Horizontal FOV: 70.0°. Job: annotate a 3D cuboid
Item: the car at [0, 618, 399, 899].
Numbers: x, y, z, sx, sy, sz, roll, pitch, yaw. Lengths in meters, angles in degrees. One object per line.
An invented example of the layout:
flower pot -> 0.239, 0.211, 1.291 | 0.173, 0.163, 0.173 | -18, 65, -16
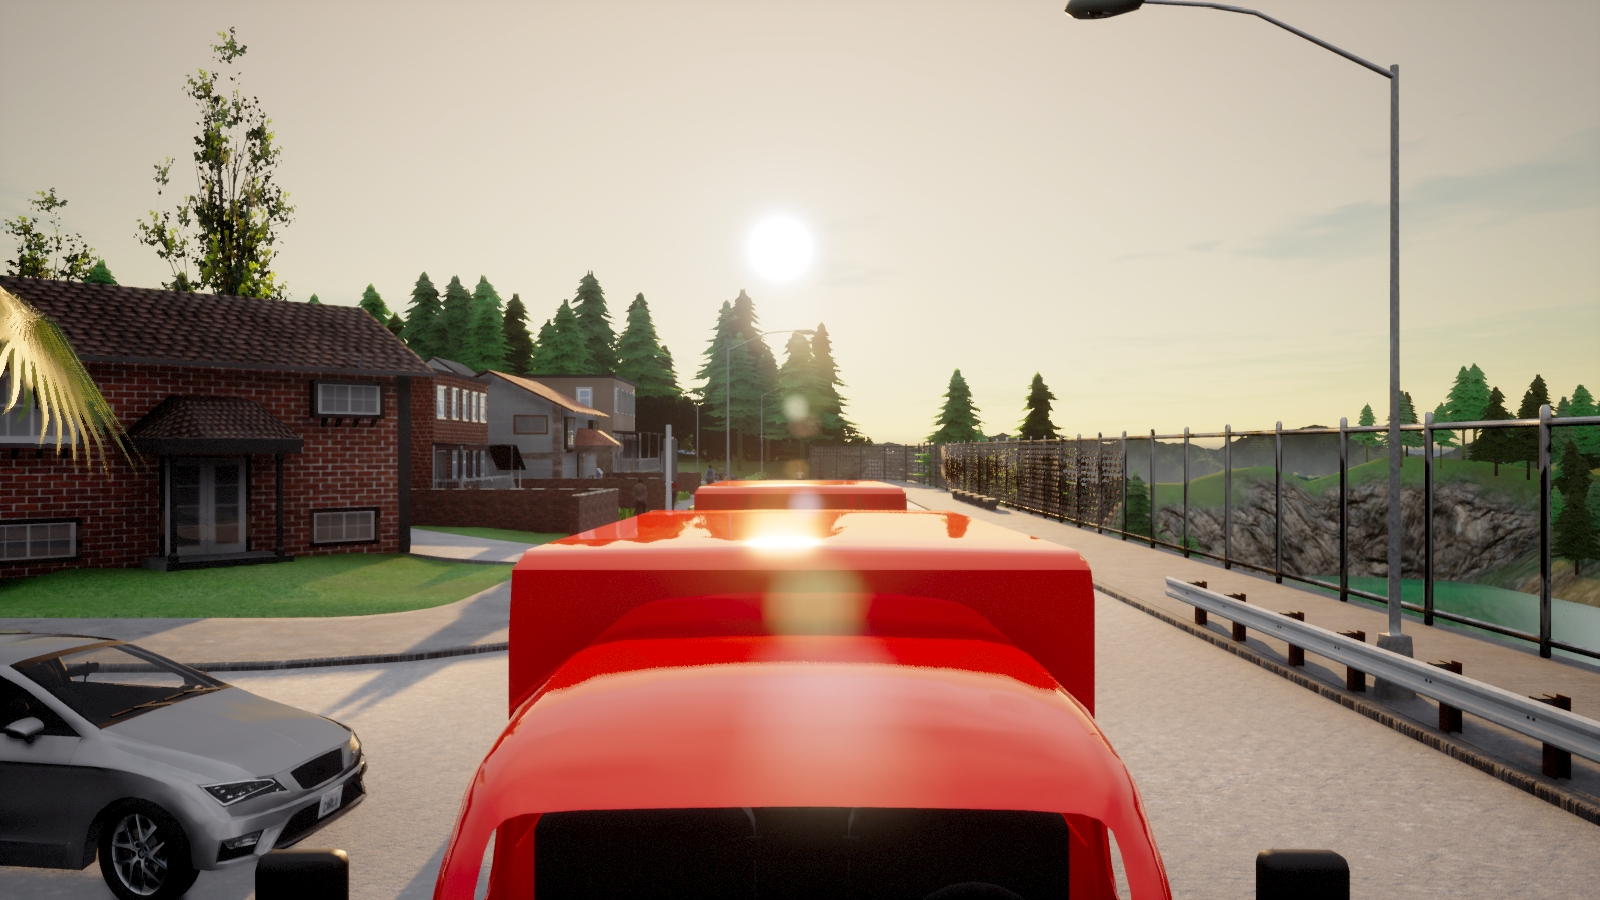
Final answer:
car -> -5.218, 2.069, 7.982 | 4.193, 1.474, 1.816 | 0, 0, 8

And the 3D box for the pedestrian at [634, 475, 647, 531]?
pedestrian -> -5.353, 1.761, 38.362 | 0.375, 1.860, 0.375 | 0, 0, 0

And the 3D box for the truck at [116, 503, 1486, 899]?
truck -> 0.003, 1.571, 4.792 | 2.627, 2.467, 5.204 | 0, 0, 0

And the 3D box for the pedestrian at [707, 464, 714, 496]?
pedestrian -> -5.294, 1.773, 67.384 | 0.375, 1.860, 0.375 | 0, 0, 0

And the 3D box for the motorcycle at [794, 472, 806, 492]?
motorcycle -> 0.000, 2.185, 77.765 | 0.764, 1.307, 2.356 | 0, 0, 0
